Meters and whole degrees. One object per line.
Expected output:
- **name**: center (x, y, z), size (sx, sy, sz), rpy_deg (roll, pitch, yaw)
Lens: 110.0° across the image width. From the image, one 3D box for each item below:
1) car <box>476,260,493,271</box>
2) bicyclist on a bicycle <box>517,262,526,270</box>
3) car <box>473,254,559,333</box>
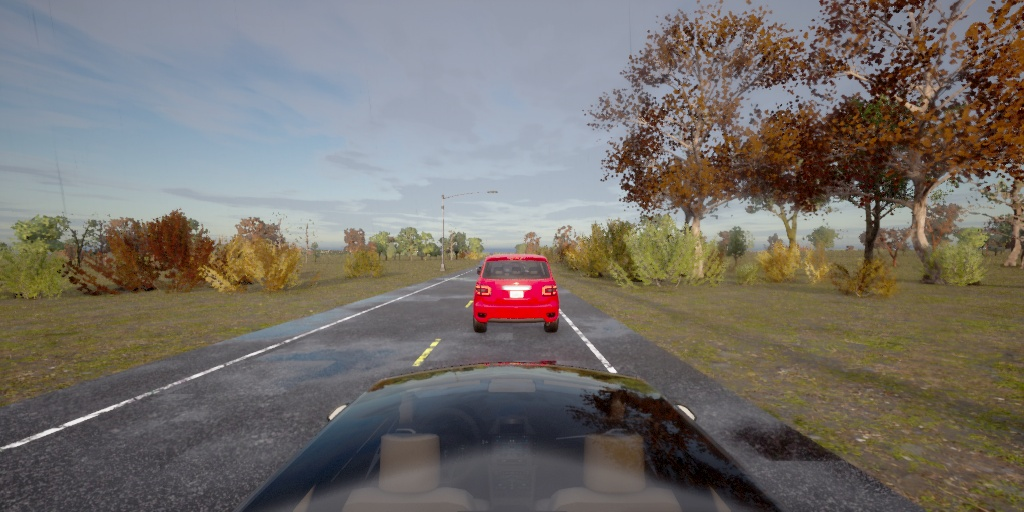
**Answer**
- **car**: center (-3.869, 1.282, 51.594), size (2.033, 1.411, 5.357), rpy_deg (0, 0, -1)
- **bicyclist on a bicycle**: center (0.873, 1.110, 30.063), size (0.659, 1.776, 1.843), rpy_deg (0, 0, 0)
- **car**: center (0.083, 0.968, 10.884), size (2.150, 2.045, 5.566), rpy_deg (0, 0, -1)
